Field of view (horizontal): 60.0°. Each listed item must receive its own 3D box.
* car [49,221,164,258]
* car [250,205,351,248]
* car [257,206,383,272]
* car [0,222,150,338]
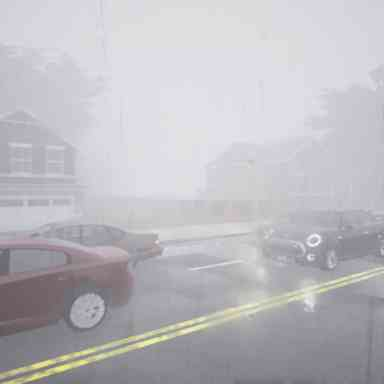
[{"bbox_3d":[-3.425,1.538,9.218,5.357,1.411,2.033,0,0,-35],"label":"car"},{"bbox_3d":[5.079,1.453,15.278,4.892,1.490,1.837,0,0,-35],"label":"car"},{"bbox_3d":[4.400,1.314,10.807,4.553,1.767,2.097,0,0,-35],"label":"car"},{"bbox_3d":[-3.379,1.477,5.260,5.008,1.535,1.882,0,0,-35],"label":"car"}]
